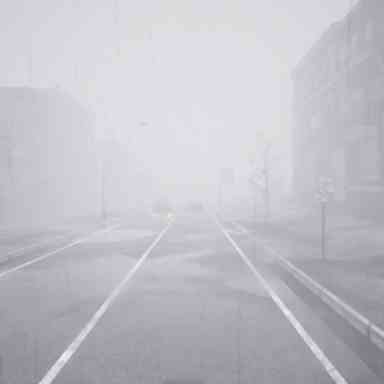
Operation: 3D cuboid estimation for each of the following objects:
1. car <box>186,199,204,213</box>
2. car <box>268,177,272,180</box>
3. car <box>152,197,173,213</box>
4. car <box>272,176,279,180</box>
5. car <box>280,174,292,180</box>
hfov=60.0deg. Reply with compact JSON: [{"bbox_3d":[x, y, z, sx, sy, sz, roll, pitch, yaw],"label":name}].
[{"bbox_3d":[0.343,1.592,38.781,1.812,1.442,4.674,0,0,0],"label":"car"},{"bbox_3d":[22.715,-3.621,91.050,2.002,1.452,4.674,0,1,-2],"label":"car"},{"bbox_3d":[-3.251,1.410,37.661,2.097,1.767,4.553,0,0,0],"label":"car"},{"bbox_3d":[23.030,-3.569,85.510,2.097,1.535,5.008,0,1,-3],"label":"car"},{"bbox_3d":[23.461,-3.604,80.002,2.185,1.767,4.553,0,1,-4],"label":"car"}]
